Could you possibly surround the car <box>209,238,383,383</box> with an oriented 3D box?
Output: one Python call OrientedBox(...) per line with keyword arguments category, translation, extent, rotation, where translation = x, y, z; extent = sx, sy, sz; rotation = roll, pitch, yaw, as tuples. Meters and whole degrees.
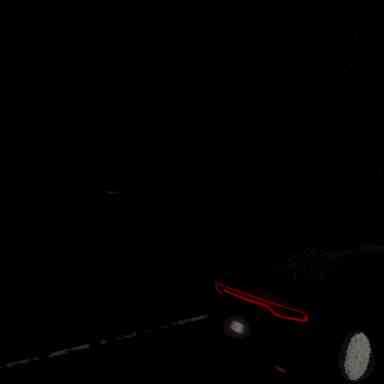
OrientedBox(category="car", translation=(2.595, 1.520, 5.479), extent=(5.008, 1.535, 1.882), rotation=(1, 0, -35))
